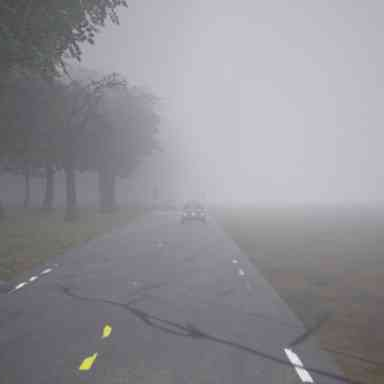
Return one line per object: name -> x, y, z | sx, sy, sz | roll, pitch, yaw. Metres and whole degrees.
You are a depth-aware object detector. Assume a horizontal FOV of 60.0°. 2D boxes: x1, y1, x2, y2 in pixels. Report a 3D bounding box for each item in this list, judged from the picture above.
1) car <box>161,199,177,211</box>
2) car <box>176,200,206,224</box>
car -> -2.743, 1.609, 41.433 | 1.837, 1.490, 4.892 | 0, 0, 0
car -> 0.107, 1.563, 25.129 | 2.033, 1.411, 5.357 | 0, 0, 0
